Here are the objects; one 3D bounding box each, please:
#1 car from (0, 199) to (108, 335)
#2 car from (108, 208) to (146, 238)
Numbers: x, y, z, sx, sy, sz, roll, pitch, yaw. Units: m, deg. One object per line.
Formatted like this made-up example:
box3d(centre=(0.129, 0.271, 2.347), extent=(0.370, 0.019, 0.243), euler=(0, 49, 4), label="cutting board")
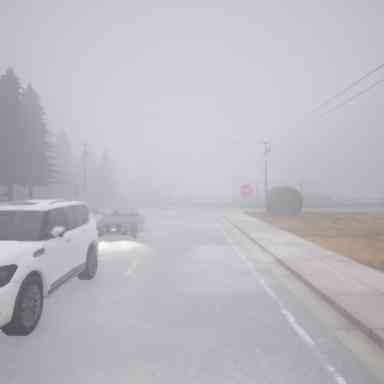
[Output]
box3d(centre=(-3.607, 1.209, 7.027), extent=(2.150, 2.045, 5.566), euler=(0, 0, 0), label="car")
box3d(centre=(-3.605, 1.528, 17.213), extent=(1.994, 1.385, 4.181), euler=(0, 0, 0), label="car")
